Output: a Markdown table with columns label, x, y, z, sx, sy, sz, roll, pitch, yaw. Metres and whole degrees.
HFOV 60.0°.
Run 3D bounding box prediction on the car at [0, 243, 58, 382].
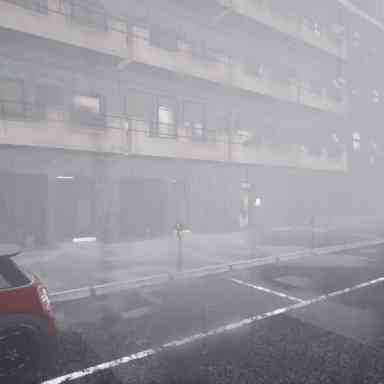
| label | x | y | z | sx | sy | sz | roll | pitch | yaw |
| --- | --- | --- | --- | --- | --- | --- | --- | --- | --- |
| car | -3.850 | 1.440 | 3.805 | 4.097 | 1.590 | 1.967 | 0 | 0 | -35 |
